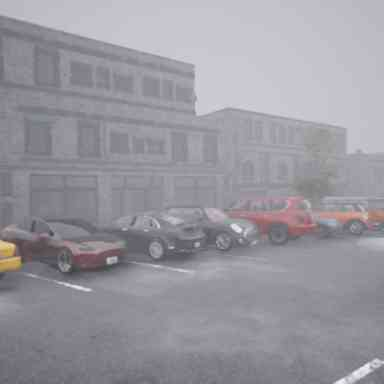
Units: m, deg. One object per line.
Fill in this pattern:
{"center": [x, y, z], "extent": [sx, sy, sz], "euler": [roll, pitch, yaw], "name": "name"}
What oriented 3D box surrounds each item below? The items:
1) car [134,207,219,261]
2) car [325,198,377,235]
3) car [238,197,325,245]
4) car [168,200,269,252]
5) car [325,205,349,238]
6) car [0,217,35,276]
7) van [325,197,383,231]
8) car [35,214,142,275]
{"center": [-1.799, 1.491, 12.295], "extent": [4.892, 1.521, 2.231], "euler": [-1, -1, 35], "name": "car"}
{"center": [7.774, 1.387, 19.093], "extent": [4.553, 1.767, 2.185], "euler": [-1, -1, 35], "name": "car"}
{"center": [2.947, 1.249, 15.723], "extent": [5.566, 2.045, 2.435], "euler": [-1, -1, 35], "name": "car"}
{"center": [0.563, 1.368, 14.031], "extent": [4.553, 1.767, 2.185], "euler": [-1, -1, 35], "name": "car"}
{"center": [5.364, 1.546, 17.412], "extent": [4.674, 1.452, 2.002], "euler": [-1, -1, 35], "name": "car"}
{"center": [-6.735, 1.485, 9.001], "extent": [5.366, 1.575, 1.946], "euler": [-1, -1, 35], "name": "car"}
{"center": [10.041, 1.299, 20.879], "extent": [4.442, 1.987, 1.878], "euler": [-1, -1, 35], "name": "van"}
{"center": [-4.168, 1.517, 10.577], "extent": [4.792, 1.488, 2.163], "euler": [-1, -1, 35], "name": "car"}
